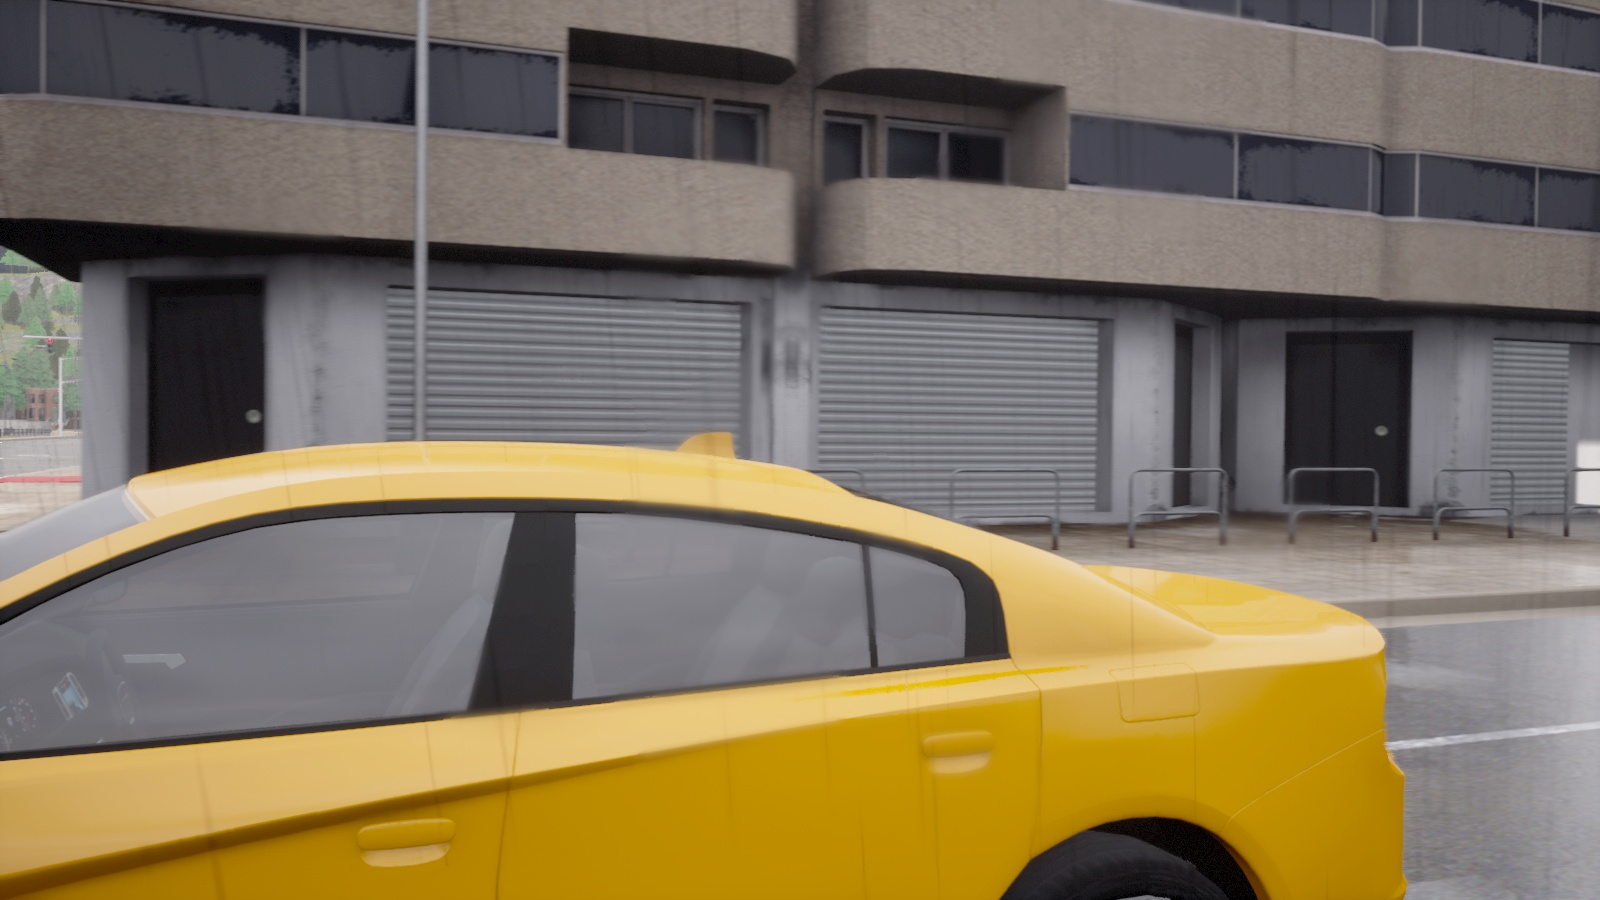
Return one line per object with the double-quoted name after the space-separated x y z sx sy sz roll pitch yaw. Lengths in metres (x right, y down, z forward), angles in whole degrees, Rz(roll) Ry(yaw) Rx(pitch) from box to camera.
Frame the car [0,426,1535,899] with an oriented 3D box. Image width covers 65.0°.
-0.996 0.740 2.863 5.008 1.535 1.882 -1 1 -21 "car"
